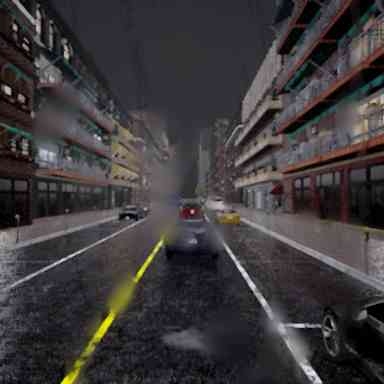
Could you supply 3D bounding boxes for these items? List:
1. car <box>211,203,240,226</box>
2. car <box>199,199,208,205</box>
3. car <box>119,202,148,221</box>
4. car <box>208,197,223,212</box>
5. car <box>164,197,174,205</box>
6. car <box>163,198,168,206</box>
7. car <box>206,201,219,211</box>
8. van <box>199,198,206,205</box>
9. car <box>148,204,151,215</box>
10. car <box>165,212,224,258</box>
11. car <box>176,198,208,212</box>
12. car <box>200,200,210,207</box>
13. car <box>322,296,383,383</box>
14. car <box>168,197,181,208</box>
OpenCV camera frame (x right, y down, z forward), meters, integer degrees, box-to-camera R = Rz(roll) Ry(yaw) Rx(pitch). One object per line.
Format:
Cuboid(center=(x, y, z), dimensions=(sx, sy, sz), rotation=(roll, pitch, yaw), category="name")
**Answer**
Cuboid(center=(2.707, 1.810, 25.891), dimensions=(1.752, 1.417, 4.829), rotation=(0, -1, 0), category="car")
Cuboid(center=(2.731, 2.525, 82.362), dimensions=(2.008, 1.369, 4.403), rotation=(0, -1, 0), category="car")
Cuboid(center=(-5.671, 1.913, 31.390), dimensions=(1.947, 1.339, 4.313), rotation=(0, -1, 0), category="car")
Cuboid(center=(3.126, 1.740, 45.457), dimensions=(2.150, 2.045, 5.566), rotation=(0, -1, 0), category="car")
Cuboid(center=(-5.648, 2.290, 82.370), dimensions=(2.192, 1.841, 5.009), rotation=(0, -1, 0), category="car")
Cuboid(center=(-5.652, 2.446, 76.702), dimensions=(1.887, 1.381, 4.507), rotation=(0, -1, 0), category="car")
Cuboid(center=(3.171, 2.123, 52.424), dimensions=(1.812, 1.442, 4.674), rotation=(0, -1, 0), category="car")
Cuboid(center=(2.734, 2.390, 88.027), dimensions=(1.690, 1.788, 3.998), rotation=(0, -1, 0), category="van")
Cuboid(center=(-5.668, 1.853, 37.052), dimensions=(1.967, 1.590, 4.097), rotation=(0, -1, 0), category="car")
Cuboid(center=(0.028, 1.712, 13.512), dimensions=(1.994, 1.385, 4.181), rotation=(0, -1, 1), category="car")
Cuboid(center=(0.035, 1.664, 28.432), dimensions=(2.097, 1.767, 4.553), rotation=(0, -1, 1), category="car")
Cuboid(center=(2.726, 2.379, 71.033), dimensions=(2.008, 1.369, 4.403), rotation=(0, -1, 0), category="car")
Cuboid(center=(2.744, 1.600, 3.066), dimensions=(1.947, 1.339, 4.313), rotation=(0, -1, 0), category="car")
Cuboid(center=(-2.983, 1.979, 65.335), dimensions=(2.150, 2.045, 5.566), rotation=(0, -1, 0), category="car")
